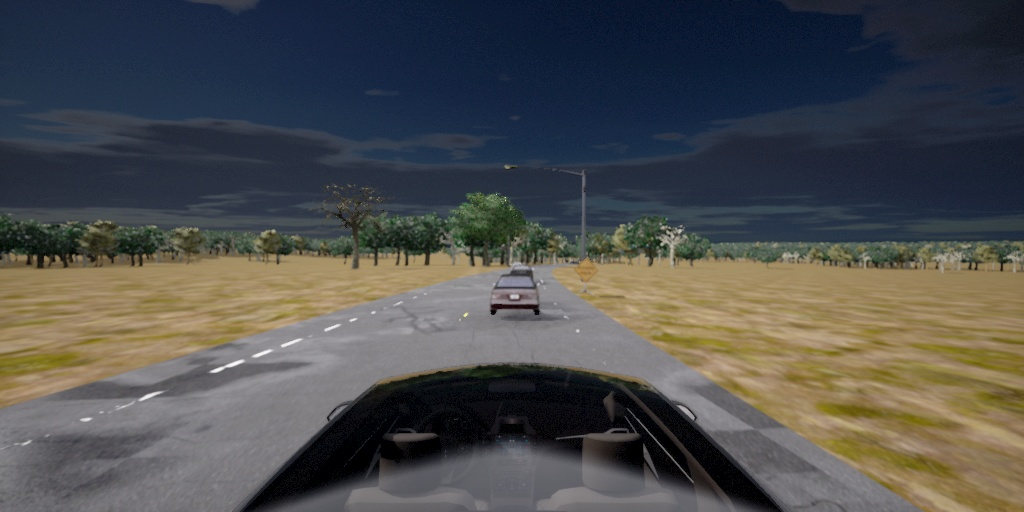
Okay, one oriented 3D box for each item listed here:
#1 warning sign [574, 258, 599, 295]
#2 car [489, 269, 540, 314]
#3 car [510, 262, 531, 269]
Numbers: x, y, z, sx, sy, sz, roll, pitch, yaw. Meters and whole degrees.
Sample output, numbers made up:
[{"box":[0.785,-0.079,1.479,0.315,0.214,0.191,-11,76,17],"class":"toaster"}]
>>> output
[{"box":[3.831,1.021,18.831,1.300,1.860,1.060,0,0,2],"class":"warning sign"},{"box":[0.158,1.408,14.301,2.033,1.411,5.357,0,0,2],"class":"car"},{"box":[0.889,1.491,30.978,1.882,1.535,5.008,0,-1,4],"class":"car"}]
